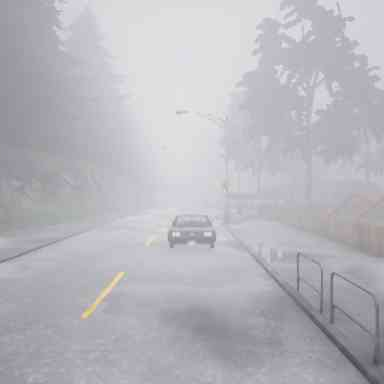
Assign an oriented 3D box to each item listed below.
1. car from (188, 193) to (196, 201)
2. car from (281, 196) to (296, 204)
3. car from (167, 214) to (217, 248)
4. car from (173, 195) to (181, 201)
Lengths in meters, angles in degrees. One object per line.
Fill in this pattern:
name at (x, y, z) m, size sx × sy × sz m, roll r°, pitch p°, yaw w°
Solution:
car at (0.000, 1.397, 83.885) m, size 1.812 × 1.442 × 4.674 m, roll 0°, pitch 0°, yaw 0°
car at (15.786, 1.298, 55.431) m, size 1.994 × 1.381 × 4.181 m, roll 0°, pitch 0°, yaw 0°
car at (0.000, 1.614, 14.680) m, size 1.895 × 1.301 × 4.718 m, roll 0°, pitch 0°, yaw 0°
car at (-4.000, 1.545, 88.565) m, size 1.994 × 1.385 × 4.181 m, roll 0°, pitch 0°, yaw 0°
